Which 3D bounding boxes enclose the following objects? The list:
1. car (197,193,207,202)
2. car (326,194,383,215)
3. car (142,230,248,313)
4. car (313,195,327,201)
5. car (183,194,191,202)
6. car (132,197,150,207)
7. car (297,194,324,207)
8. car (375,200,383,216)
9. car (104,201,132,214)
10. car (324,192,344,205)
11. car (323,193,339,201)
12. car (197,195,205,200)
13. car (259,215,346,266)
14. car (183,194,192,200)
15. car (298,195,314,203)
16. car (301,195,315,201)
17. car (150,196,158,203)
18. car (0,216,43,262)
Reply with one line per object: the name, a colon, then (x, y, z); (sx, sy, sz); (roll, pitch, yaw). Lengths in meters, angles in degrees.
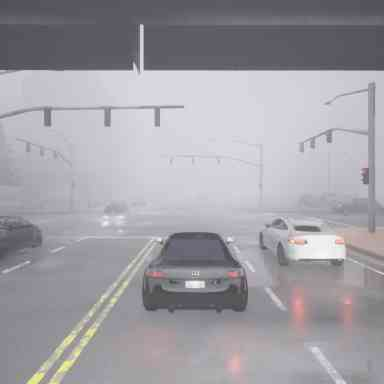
car: (2.405, 1.223, 77.031); (2.150, 2.045, 5.566); (0, 0, 0)
car: (16.355, 1.352, 33.198); (4.553, 1.767, 2.097); (0, 0, 1)
car: (0.067, 1.564, 7.745); (1.994, 1.385, 4.181); (0, 0, 0)
car: (30.813, 1.364, 79.982); (1.784, 1.438, 3.905); (0, 0, 0)
car: (-1.095, 1.593, 77.006); (1.895, 1.301, 4.718); (0, 0, 0)
car: (-8.018, 1.478, 50.439); (1.882, 1.535, 5.008); (0, 0, 0)
car: (16.646, 1.153, 47.426); (1.932, 1.855, 4.605); (0, 0, 0)
car: (19.151, 1.601, 29.667); (4.718, 1.301, 1.895); (0, 0, 1)
car: (-7.798, 1.601, 34.624); (1.895, 1.301, 4.718); (0, 0, -2)
car: (19.540, 1.156, 47.380); (1.905, 1.878, 3.866); (0, 0, 0)
car: (33.496, 1.153, 80.040); (1.932, 1.855, 4.605); (0, 0, 0)
car: (2.346, 1.378, 86.099); (1.994, 1.385, 4.181); (0, 0, 0)
car: (3.582, 1.526, 11.405); (1.812, 1.442, 4.674); (0, 0, 0)
car: (-1.154, 1.351, 86.076); (2.128, 1.511, 4.902); (0, 0, 0)
car: (22.194, 1.395, 64.856); (1.970, 1.475, 3.806); (0, 0, 0)
car: (27.918, 1.395, 79.974); (1.970, 1.475, 3.806); (0, 0, 0)
car: (-8.042, 1.525, 68.707); (1.812, 1.442, 4.674); (0, 0, 0)
car: (-7.123, 1.564, 11.994); (1.994, 1.385, 4.181); (0, 0, 0)
